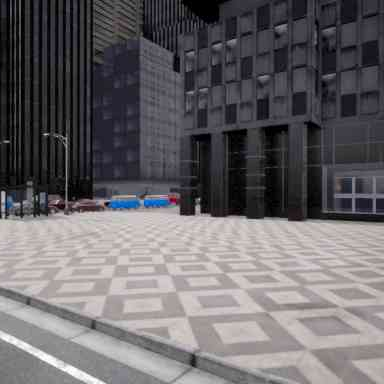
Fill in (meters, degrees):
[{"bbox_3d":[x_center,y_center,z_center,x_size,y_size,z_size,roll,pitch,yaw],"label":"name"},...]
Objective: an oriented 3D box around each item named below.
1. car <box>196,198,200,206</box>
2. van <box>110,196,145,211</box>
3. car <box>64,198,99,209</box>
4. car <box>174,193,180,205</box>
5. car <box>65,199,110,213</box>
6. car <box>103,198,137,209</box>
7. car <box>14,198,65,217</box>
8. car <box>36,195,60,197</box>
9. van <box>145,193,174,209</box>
[{"bbox_3d":[1.874,1.568,54.059,1.802,1.307,4.206,0,0,35],"label":"car"},{"bbox_3d":[-8.006,1.331,40.186,1.690,1.788,3.998,0,0,35],"label":"van"},{"bbox_3d":[-14.952,1.548,45.130,1.802,1.307,4.206,0,0,35],"label":"car"},{"bbox_3d":[-4.103,1.191,55.684,2.150,2.045,5.566,0,0,36],"label":"car"},{"bbox_3d":[-11.300,1.575,35.561,1.802,1.307,4.206,0,0,35],"label":"car"},{"bbox_3d":[-10.174,1.572,47.239,1.895,1.301,4.718,0,0,36],"label":"car"},{"bbox_3d":[-14.594,1.548,30.937,2.008,1.369,4.403,0,0,35],"label":"car"},{"bbox_3d":[-18.245,1.284,40.505,2.192,1.841,5.009,0,0,35],"label":"car"},{"bbox_3d":[-4.713,1.329,44.810,1.690,1.788,3.998,0,0,35],"label":"van"}]
